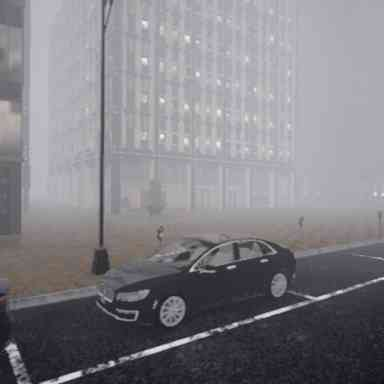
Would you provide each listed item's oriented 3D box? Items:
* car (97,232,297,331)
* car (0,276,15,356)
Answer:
[{"bbox_3d":[0.309,1.551,6.773,4.403,1.369,2.008,0,0,-36],"label":"car"},{"bbox_3d":[-4.283,1.566,3.494,4.313,1.339,1.947,0,0,-36],"label":"car"}]
